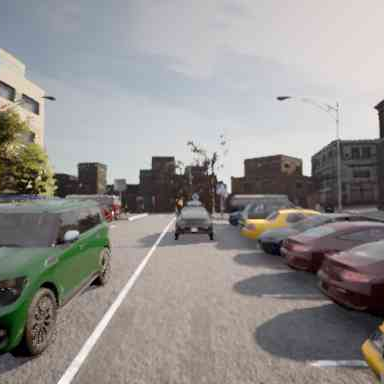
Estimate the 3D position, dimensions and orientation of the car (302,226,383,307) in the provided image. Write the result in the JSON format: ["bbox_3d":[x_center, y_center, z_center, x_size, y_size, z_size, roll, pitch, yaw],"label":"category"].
[{"bbox_3d":[4.679,1.497,5.947,4.674,1.452,2.002,0,0,0],"label":"car"}]

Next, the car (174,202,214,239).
[{"bbox_3d":[0.097,1.460,16.873,1.812,1.442,4.674,0,0,0],"label":"car"}]

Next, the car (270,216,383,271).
[{"bbox_3d":[4.679,1.487,8.614,4.674,1.452,2.002,0,0,0],"label":"car"}]

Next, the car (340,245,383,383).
[{"bbox_3d":[4.495,1.465,3.031,5.366,1.575,1.946,0,0,0],"label":"car"}]

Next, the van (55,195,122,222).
[{"bbox_3d":[-7.760,1.223,25.208,4.442,1.987,1.878,0,-1,0],"label":"van"}]

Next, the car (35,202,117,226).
[{"bbox_3d":[-7.674,1.447,22.420,4.792,1.488,2.163,0,0,0],"label":"car"}]

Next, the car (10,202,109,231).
[{"bbox_3d":[-7.644,1.407,19.588,5.008,1.535,2.097,0,0,0],"label":"car"}]

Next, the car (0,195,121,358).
[{"bbox_3d":[-3.098,1.196,6.323,2.150,2.045,5.566,0,0,0],"label":"car"}]

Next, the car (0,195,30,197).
[{"bbox_3d":[-7.617,1.163,16.852,5.566,2.045,2.435,0,0,0],"label":"car"}]

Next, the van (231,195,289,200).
[{"bbox_3d":[4.803,1.194,22.679,4.442,1.987,1.878,0,-1,0],"label":"van"}]

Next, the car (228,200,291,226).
[{"bbox_3d":[4.690,1.408,19.903,5.008,1.535,2.097,0,0,0],"label":"car"}]

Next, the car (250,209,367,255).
[{"bbox_3d":[4.654,1.465,11.404,4.792,1.488,2.163,0,0,0],"label":"car"}]

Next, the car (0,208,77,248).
[{"bbox_3d":[-7.617,1.455,14.060,4.792,1.488,2.163,0,0,0],"label":"car"}]

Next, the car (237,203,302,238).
[{"bbox_3d":[4.869,1.422,14.195,5.366,1.575,1.946,0,0,0],"label":"car"}]
